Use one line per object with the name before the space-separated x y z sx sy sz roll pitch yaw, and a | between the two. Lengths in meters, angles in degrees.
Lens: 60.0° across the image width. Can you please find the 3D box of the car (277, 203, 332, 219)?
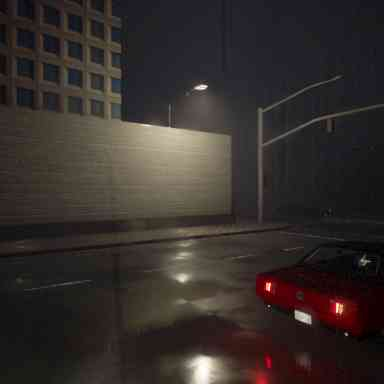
car | 10.134 1.656 30.197 1.895 1.301 4.718 0 0 -36

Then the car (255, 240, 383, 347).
car | 3.499 1.601 6.286 4.718 1.301 1.895 0 0 -35
